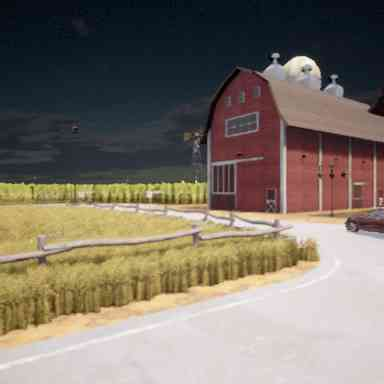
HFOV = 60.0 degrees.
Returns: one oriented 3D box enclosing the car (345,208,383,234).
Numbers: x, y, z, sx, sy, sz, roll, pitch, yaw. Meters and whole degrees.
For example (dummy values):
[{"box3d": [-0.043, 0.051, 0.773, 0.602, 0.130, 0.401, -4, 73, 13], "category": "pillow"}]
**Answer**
[{"box3d": [9.824, 1.494, 16.619, 1.812, 1.442, 4.674, 1, 0, -14], "category": "car"}]
